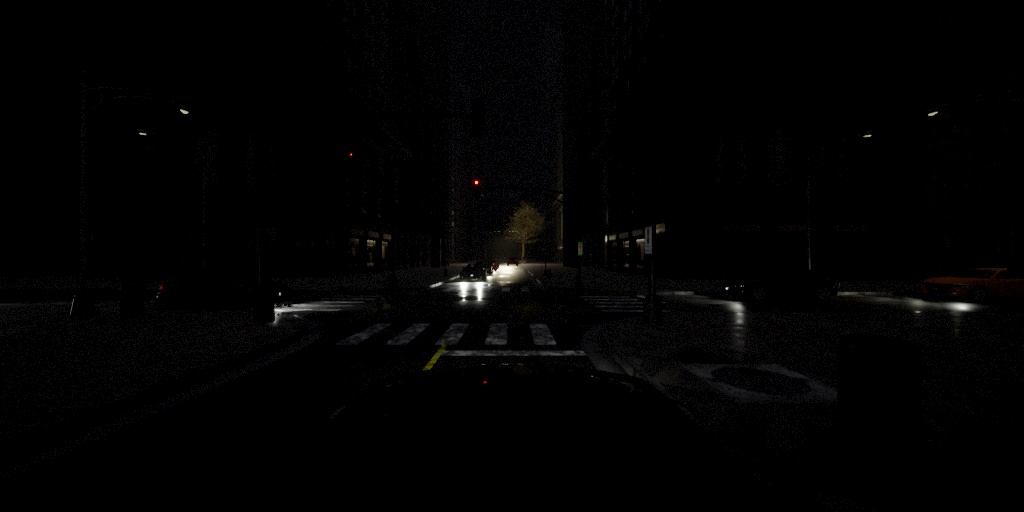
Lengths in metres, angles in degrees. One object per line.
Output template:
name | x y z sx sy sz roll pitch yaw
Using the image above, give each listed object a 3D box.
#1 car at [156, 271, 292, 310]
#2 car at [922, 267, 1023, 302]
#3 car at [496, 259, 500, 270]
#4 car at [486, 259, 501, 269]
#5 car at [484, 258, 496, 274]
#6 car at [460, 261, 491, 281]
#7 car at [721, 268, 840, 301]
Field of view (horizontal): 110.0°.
car | -10.919 1.275 13.785 4.181 1.385 1.994 0 0 0
car | 22.545 1.299 16.960 5.008 1.535 1.882 0 0 0
car | -3.075 1.115 48.280 2.097 1.767 4.553 0 0 0
car | -3.032 1.268 58.541 2.128 1.511 4.902 0 0 0
car | -3.089 1.231 38.634 1.882 1.535 5.008 0 0 0
car | -3.092 1.314 29.564 1.994 1.385 4.181 0 0 0
car | 12.590 1.297 16.969 4.892 1.490 1.837 0 0 0
